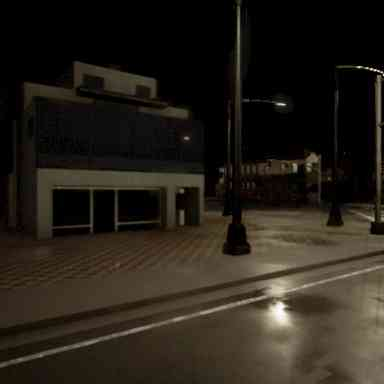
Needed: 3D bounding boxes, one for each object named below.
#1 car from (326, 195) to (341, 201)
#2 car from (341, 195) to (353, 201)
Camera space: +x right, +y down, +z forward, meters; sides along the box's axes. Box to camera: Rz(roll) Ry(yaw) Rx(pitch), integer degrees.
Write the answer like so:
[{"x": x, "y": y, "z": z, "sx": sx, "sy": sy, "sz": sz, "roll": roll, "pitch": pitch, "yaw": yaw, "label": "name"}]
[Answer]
[{"x": 34.687, "y": 1.419, "z": 82.542, "sx": 2.128, "sy": 1.511, "sz": 4.902, "roll": 0, "pitch": 0, "yaw": 9, "label": "car"}, {"x": 38.140, "y": 1.439, "z": 81.967, "sx": 2.033, "sy": 1.411, "sz": 5.357, "roll": 0, "pitch": 0, "yaw": 9, "label": "car"}]
